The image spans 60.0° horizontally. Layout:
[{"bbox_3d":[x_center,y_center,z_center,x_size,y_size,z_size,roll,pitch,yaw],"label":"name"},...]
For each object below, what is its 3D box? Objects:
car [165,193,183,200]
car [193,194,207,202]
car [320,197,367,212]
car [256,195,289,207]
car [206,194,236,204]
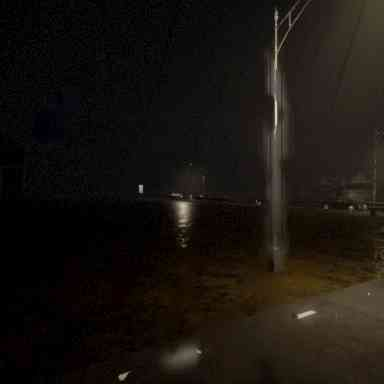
[{"bbox_3d":[-4.001,0.954,71.225,1.895,1.301,4.718,2,-1,-35],"label":"car"},{"bbox_3d":[2.039,1.098,62.698,1.837,1.490,4.892,2,-1,-35],"label":"car"},{"bbox_3d":[16.421,1.292,36.173,1.837,1.490,4.892,2,0,-35],"label":"car"},{"bbox_3d":[10.671,1.176,44.291,1.837,1.490,4.892,2,0,-35],"label":"car"},{"bbox_3d":[4.834,1.172,52.542,1.895,1.301,4.718,2,-1,-35],"label":"car"}]
